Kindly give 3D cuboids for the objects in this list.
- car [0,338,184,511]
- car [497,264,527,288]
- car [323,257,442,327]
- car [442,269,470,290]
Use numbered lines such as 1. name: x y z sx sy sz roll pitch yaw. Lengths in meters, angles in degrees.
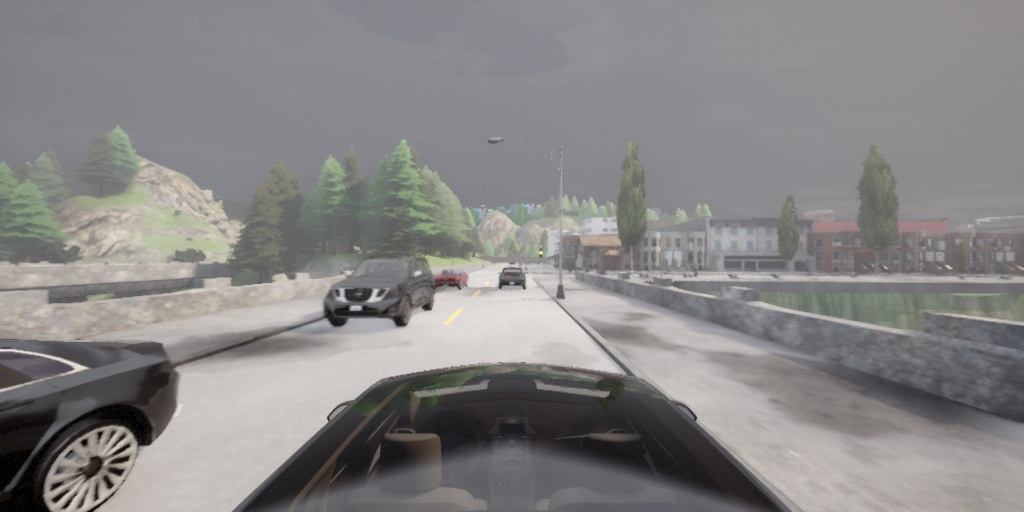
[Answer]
1. car: -4.104 1.210 1.371 2.128 1.511 4.902 0 -1 0
2. car: 0.016 1.562 25.925 1.837 1.490 4.892 0 -1 0
3. car: -4.090 1.037 12.156 2.150 2.045 5.566 0 -1 0
4. car: -4.052 1.525 24.175 1.895 1.301 4.718 0 -1 0
